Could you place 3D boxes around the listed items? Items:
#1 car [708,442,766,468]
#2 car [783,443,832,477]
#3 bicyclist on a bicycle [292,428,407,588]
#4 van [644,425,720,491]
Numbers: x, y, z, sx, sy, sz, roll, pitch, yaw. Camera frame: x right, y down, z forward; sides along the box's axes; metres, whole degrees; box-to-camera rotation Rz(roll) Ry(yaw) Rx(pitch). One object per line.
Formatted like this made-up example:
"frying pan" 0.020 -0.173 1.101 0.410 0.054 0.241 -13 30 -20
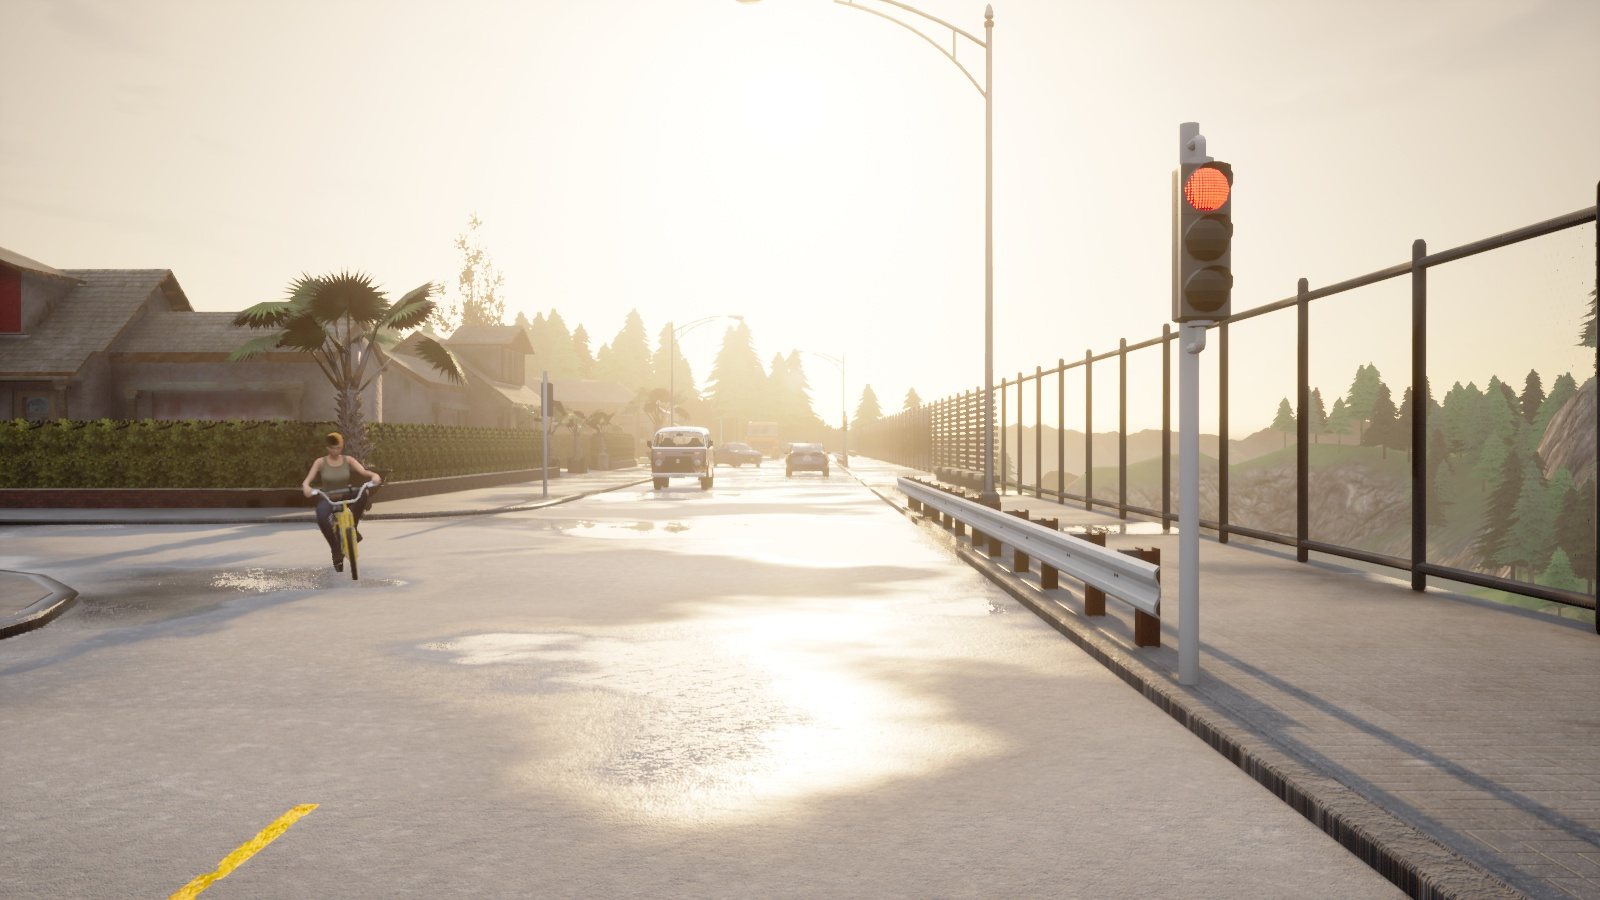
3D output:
"car" -3.934 0.283 77.510 1.882 1.535 5.008 0 0 -25
"car" 0.337 0.424 57.103 2.163 1.488 4.792 0 0 0
"bicyclist on a bicycle" -5.019 0.600 13.936 0.866 1.612 1.509 -5 3 -28
"van" -3.779 0.236 40.949 2.069 2.038 4.480 0 0 0
